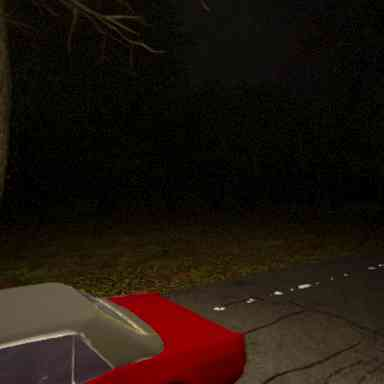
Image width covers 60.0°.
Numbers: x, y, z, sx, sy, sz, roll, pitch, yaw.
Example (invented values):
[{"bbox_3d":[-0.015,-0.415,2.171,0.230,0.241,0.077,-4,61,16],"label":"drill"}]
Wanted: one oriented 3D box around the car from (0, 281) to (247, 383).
[{"bbox_3d":[-1.863,1.601,2.664,4.718,1.301,1.895,0,0,-36],"label":"car"}]
